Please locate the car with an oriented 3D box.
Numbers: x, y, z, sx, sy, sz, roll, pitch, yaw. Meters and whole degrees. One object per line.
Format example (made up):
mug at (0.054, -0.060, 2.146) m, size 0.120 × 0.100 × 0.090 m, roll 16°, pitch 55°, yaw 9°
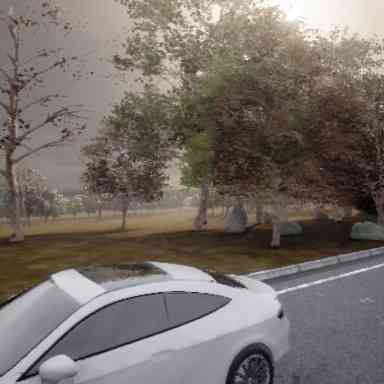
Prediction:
car at (-0.971, 1.523, 3.300) m, size 4.674 × 1.442 × 1.812 m, roll 0°, pitch 0°, yaw -35°
